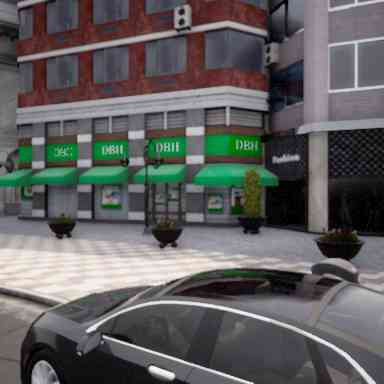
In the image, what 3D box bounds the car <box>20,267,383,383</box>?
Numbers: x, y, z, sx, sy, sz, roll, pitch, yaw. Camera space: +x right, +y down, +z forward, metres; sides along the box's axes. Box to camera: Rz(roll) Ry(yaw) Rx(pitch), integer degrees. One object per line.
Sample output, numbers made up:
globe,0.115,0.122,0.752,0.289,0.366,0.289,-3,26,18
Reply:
car,0.323,1.503,3.059,4.892,1.490,1.837,0,0,36
